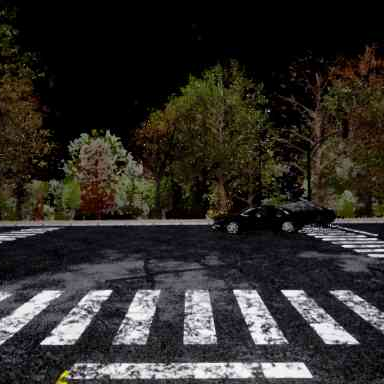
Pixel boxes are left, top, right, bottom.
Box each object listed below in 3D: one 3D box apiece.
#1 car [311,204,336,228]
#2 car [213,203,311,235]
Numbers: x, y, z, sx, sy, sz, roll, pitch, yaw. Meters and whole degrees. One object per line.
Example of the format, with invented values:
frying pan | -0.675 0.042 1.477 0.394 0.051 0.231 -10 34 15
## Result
car | 6.633 1.479 21.293 4.902 1.511 2.128 -1 -1 1
car | 3.571 1.482 18.086 4.892 1.490 1.837 0 -1 1
